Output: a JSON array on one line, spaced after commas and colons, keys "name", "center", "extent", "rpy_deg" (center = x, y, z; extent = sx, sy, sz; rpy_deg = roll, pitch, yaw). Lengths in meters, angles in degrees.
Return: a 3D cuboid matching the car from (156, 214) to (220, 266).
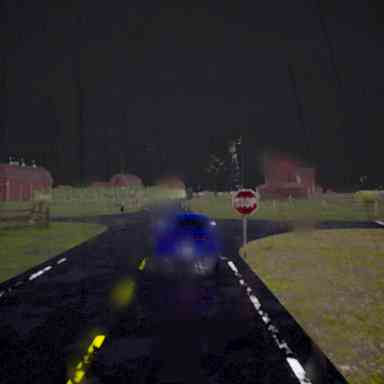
[{"name": "car", "center": [-0.151, 1.492, 11.664], "extent": [1.882, 1.535, 5.008], "rpy_deg": [0, 0, -1]}]
